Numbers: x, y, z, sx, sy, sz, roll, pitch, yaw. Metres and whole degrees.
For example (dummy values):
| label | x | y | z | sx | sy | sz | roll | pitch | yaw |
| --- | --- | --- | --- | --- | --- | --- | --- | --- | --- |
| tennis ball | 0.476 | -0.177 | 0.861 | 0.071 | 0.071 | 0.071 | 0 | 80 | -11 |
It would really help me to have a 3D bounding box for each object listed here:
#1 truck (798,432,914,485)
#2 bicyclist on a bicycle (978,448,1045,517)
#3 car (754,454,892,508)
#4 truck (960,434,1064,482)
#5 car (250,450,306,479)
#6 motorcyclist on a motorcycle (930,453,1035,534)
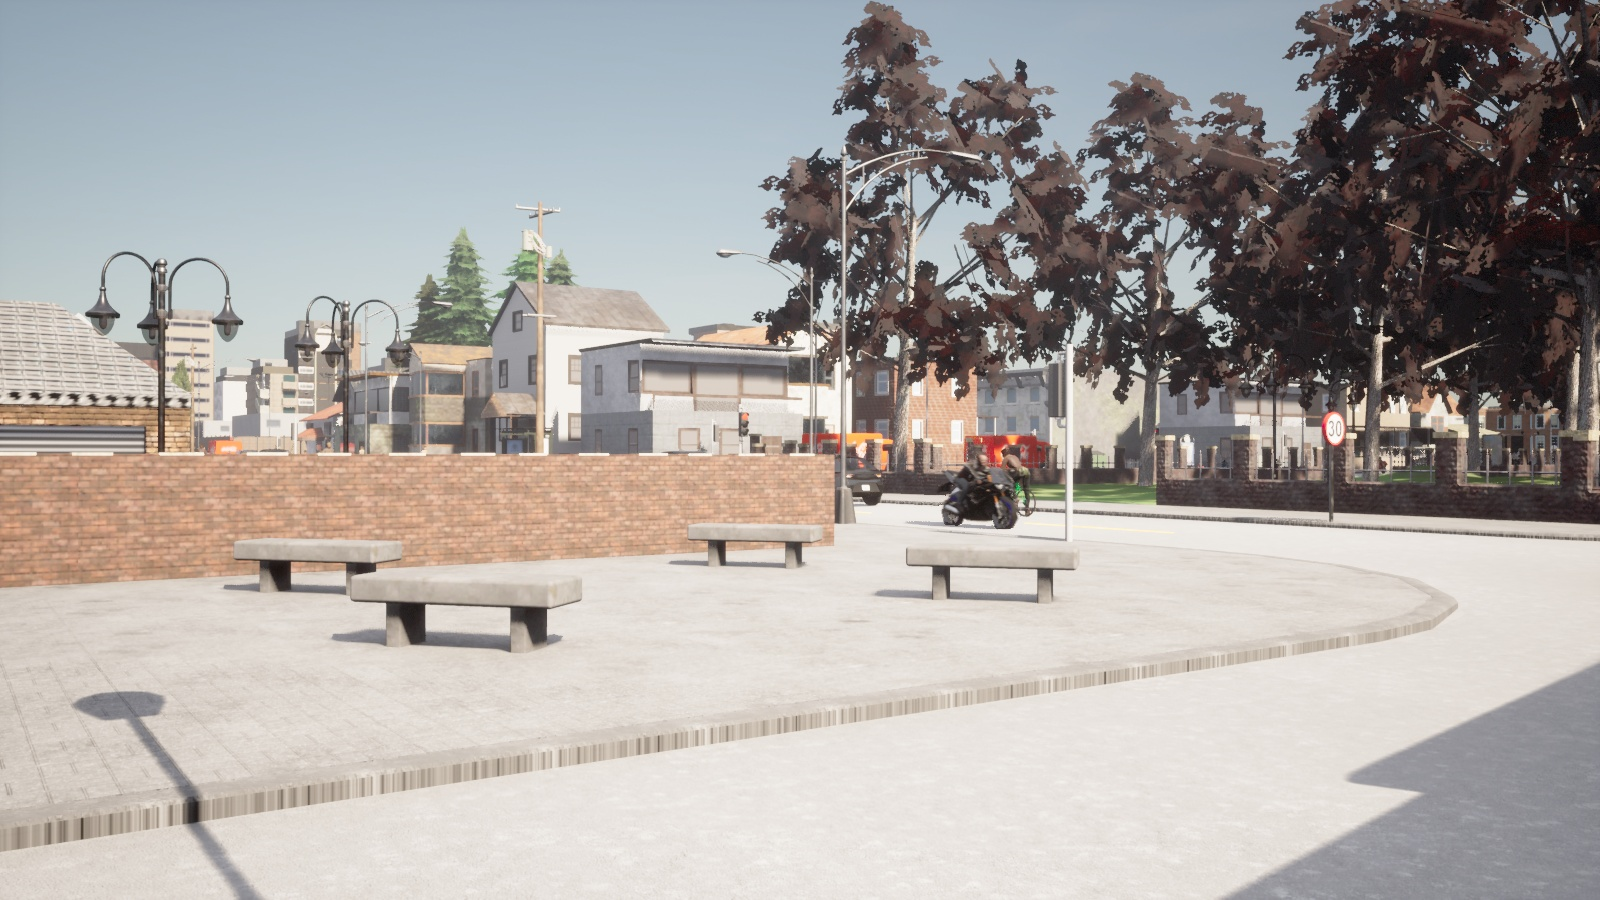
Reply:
| label | x | y | z | sx | sy | sz | roll | pitch | yaw |
| --- | --- | --- | --- | --- | --- | --- | --- | --- | --- |
| truck | 2.738 | 0.402 | 61.153 | 5.204 | 2.467 | 2.627 | 0 | 0 | -39 |
| bicyclist on a bicycle | 5.038 | 0.760 | 30.000 | 0.582 | 1.620 | 1.656 | 0 | 0 | -35 |
| car | 0.603 | 0.846 | 36.427 | 1.816 | 1.474 | 4.193 | 0 | 0 | -36 |
| truck | 11.362 | 0.398 | 67.218 | 5.204 | 2.467 | 2.627 | 0 | 0 | -38 |
| car | -31.357 | 0.839 | 75.363 | 2.242 | 1.667 | 4.611 | 0 | 0 | -35 |
| motorcyclist on a motorcycle | 3.617 | 0.833 | 25.073 | 0.866 | 1.530 | 2.191 | 0 | 0 | -33 |
